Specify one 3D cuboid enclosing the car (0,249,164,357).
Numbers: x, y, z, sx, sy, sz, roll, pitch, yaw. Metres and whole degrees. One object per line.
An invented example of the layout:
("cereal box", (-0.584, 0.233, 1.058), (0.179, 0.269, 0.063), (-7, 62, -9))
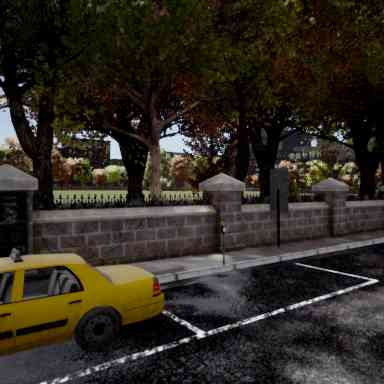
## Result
("car", (-2.735, 1.525, 4.609), (4.829, 1.417, 1.752), (0, 0, -35))
